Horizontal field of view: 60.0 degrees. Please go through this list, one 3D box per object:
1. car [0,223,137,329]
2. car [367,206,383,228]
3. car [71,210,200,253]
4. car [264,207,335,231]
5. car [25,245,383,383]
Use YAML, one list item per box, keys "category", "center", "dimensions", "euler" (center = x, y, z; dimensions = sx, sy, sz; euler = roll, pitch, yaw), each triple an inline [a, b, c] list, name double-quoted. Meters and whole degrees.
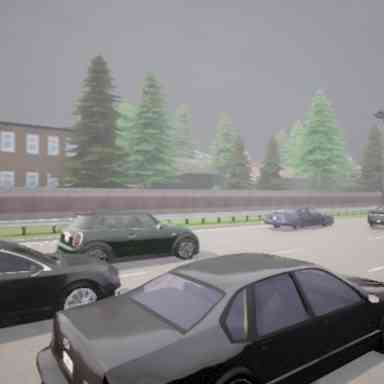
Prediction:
- category: "car"
  center: [-3.586, 1.506, 5.487]
  dimensions: [4.892, 1.490, 1.837]
  euler: [0, 0, -35]
- category: "car"
  center: [13.505, 1.641, 21.974]
  dimensions: [4.902, 1.511, 2.128]
  euler: [0, 0, -35]
- category: "car"
  center: [-1.921, 1.382, 10.973]
  dimensions: [4.553, 1.767, 2.097]
  euler: [0, 0, -35]
- category: "car"
  center: [7.079, 1.663, 21.690]
  dimensions: [5.357, 1.411, 2.033]
  euler: [0, 0, -36]
- category: "car"
  center: [0.947, 1.568, 4.418]
  dimensions: [5.357, 1.411, 2.033]
  euler: [0, 0, -36]
